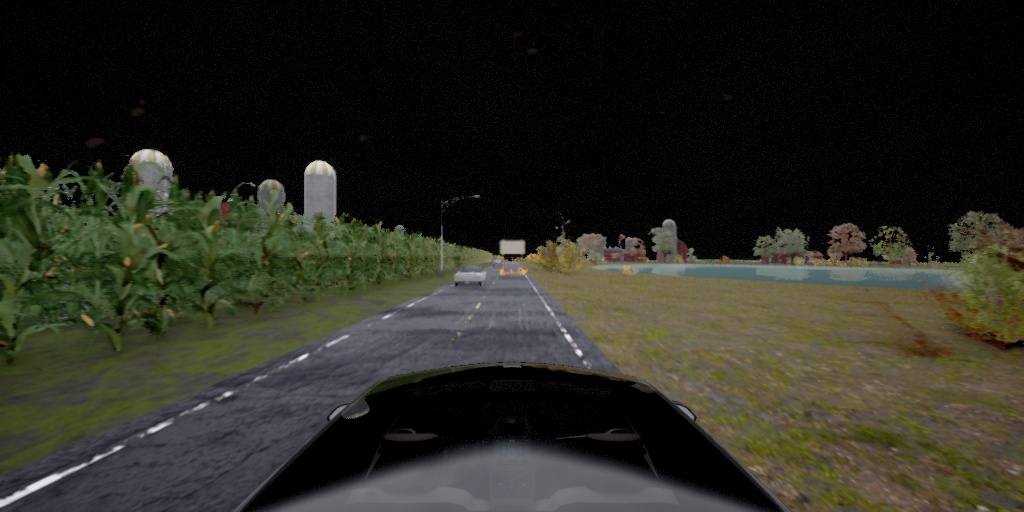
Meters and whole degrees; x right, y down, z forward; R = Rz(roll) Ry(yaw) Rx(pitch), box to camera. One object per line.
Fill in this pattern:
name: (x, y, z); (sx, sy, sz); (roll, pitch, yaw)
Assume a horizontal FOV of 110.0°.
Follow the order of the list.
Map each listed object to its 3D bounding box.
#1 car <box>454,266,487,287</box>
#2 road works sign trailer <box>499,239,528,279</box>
car: (-2.819, 1.361, 24.895); (1.895, 1.301, 4.718); (0, 0, 0)
road works sign trailer: (0.039, 0.237, 33.004); (2.380, 3.560, 2.880); (0, 0, 0)
